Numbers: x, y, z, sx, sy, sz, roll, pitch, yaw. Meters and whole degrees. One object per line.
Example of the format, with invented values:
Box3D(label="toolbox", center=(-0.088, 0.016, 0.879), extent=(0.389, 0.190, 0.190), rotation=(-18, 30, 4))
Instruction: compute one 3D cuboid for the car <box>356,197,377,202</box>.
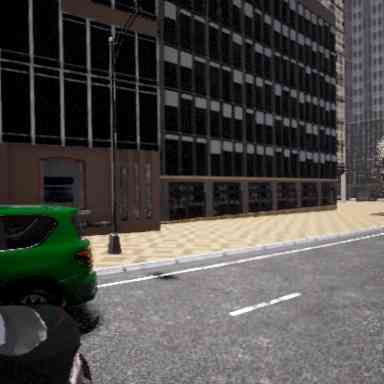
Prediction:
Box3D(label="car", center=(37.532, 1.455, 71.678), extent=(1.802, 1.307, 4.206), rotation=(-1, 1, -43))

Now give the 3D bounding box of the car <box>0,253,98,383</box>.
Box3D(label="car", center=(-2.994, 1.498, 1.623), extent=(4.902, 1.511, 2.128), rotation=(0, 0, -35))

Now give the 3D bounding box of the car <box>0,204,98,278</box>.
Box3D(label="car", center=(-4.203, 1.233, 4.727), extent=(5.566, 2.045, 2.150), rotation=(0, 0, -36))

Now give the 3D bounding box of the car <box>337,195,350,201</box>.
Box3D(label="car", center=(33.729, 1.410, 75.902), extent=(1.947, 1.339, 4.313), rotation=(-1, 1, -43))
